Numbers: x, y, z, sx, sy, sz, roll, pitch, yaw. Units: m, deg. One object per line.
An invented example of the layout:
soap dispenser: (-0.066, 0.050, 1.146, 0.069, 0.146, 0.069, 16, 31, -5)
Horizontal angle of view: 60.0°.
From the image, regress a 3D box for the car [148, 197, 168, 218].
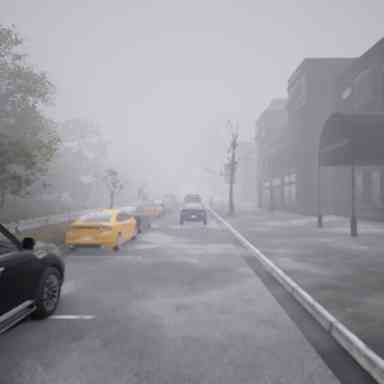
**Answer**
car: (-3.648, 1.530, 30.064, 1.946, 1.575, 5.366, 0, 0, 2)

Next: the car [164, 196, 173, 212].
car: (-3.656, 1.556, 36.446, 2.097, 1.535, 5.008, 0, 0, 2)

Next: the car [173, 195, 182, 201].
car: (-3.663, 1.541, 87.139, 2.002, 1.452, 4.674, 0, 0, 2)

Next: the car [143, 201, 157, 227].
car: (-3.654, 1.518, 19.811, 2.097, 1.535, 5.008, 0, 0, 2)

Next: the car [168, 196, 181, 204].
car: (-3.671, 1.597, 69.754, 2.163, 1.488, 4.792, -1, 0, 2)

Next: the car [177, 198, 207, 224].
car: (0.097, 1.501, 24.975, 1.882, 1.535, 5.008, 0, 0, 0)

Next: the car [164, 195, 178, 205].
car: (-3.657, 1.553, 47.543, 2.097, 1.535, 5.008, 0, 0, 2)

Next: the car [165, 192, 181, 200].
car: (-3.658, 1.287, 56.496, 2.435, 2.045, 5.566, 0, 0, 2)

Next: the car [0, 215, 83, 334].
car: (-3.653, 1.270, 4.379, 2.435, 2.045, 5.566, 0, 0, 1)

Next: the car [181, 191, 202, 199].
car: (0.094, 1.272, 43.008, 2.150, 2.045, 5.566, 0, 0, 0)

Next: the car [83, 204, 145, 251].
car: (-3.653, 1.499, 14.263, 2.097, 1.535, 5.008, 0, 0, 2)

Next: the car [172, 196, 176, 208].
car: (-3.657, 1.565, 42.002, 2.231, 1.521, 4.892, 0, -1, 2)
